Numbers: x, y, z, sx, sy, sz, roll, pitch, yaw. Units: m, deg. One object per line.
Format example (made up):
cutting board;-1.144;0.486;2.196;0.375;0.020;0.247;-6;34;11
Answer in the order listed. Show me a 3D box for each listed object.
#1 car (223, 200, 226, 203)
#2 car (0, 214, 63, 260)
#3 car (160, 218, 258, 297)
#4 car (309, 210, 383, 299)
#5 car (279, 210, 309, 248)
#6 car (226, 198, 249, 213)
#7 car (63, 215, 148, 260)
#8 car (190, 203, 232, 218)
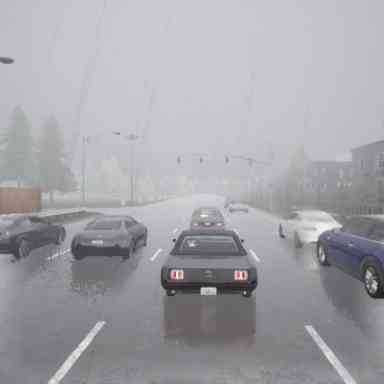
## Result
car;5.455;1.545;46.478;2.033;1.411;5.357;0;0;2
car;-6.424;1.525;12.395;1.812;1.442;4.674;0;0;2
car;0.419;1.600;8.547;1.895;1.301;4.718;0;0;3
car;4.874;1.351;8.581;2.097;1.767;4.553;0;0;2
car;5.134;1.525;14.605;1.812;1.442;4.674;0;0;2
car;5.075;1.599;36.588;1.895;1.301;4.718;0;0;3
car;-2.912;1.564;12.568;1.994;1.385;4.181;0;0;2
car;0.831;1.546;18.129;2.033;1.411;5.357;0;0;2
